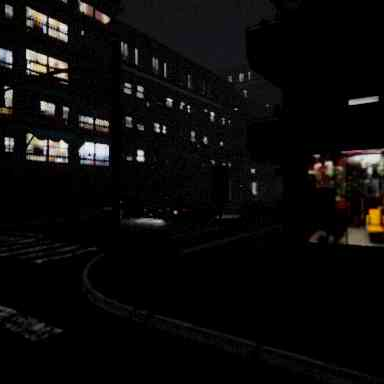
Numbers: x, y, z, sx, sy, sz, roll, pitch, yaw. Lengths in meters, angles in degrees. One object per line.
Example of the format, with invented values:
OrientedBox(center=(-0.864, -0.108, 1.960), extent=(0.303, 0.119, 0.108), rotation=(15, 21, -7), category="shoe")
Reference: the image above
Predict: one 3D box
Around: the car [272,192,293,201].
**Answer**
OrientedBox(center=(14.593, 0.726, 53.324), extent=(1.947, 1.339, 4.313), rotation=(1, 1, 35), category="car")

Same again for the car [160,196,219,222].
OrientedBox(center=(0.107, 1.232, 22.788), extent=(1.994, 1.385, 4.181), rotation=(0, 1, 35), category="car")

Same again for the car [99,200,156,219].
OrientedBox(center=(-5.119, 1.271, 25.664), extent=(1.947, 1.339, 4.313), rotation=(1, 1, 35), category="car")

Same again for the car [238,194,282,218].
OrientedBox(center=(5.135, 1.122, 25.299), extent=(1.887, 1.381, 4.507), rotation=(1, 1, 35), category="car")

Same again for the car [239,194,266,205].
OrientedBox(center=(8.057, 0.923, 44.079), extent=(1.802, 1.307, 4.206), rotation=(1, 1, 35), category="car")

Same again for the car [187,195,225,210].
OrientedBox(center=(1.522, 1.088, 34.838), extent=(1.947, 1.339, 4.313), rotation=(1, 1, 35), category="car")

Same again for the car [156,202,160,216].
OrientedBox(center=(-1.448, 1.199, 26.166), extent=(2.033, 1.411, 5.357), rotation=(0, 1, 35), category="car")
